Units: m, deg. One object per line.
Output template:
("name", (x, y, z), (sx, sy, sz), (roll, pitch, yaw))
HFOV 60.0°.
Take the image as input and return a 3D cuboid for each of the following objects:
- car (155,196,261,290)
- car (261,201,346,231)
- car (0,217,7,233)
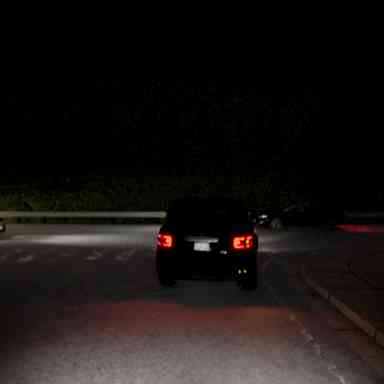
("car", (0.608, 1.118, 9.061), (2.150, 2.045, 5.566), (0, 1, 9))
("car", (5.900, 1.279, 18.423), (4.902, 1.511, 2.128), (0, 1, 0))
("car", (-10.938, 1.323, 14.838), (4.902, 1.511, 2.128), (0, 1, 0))
